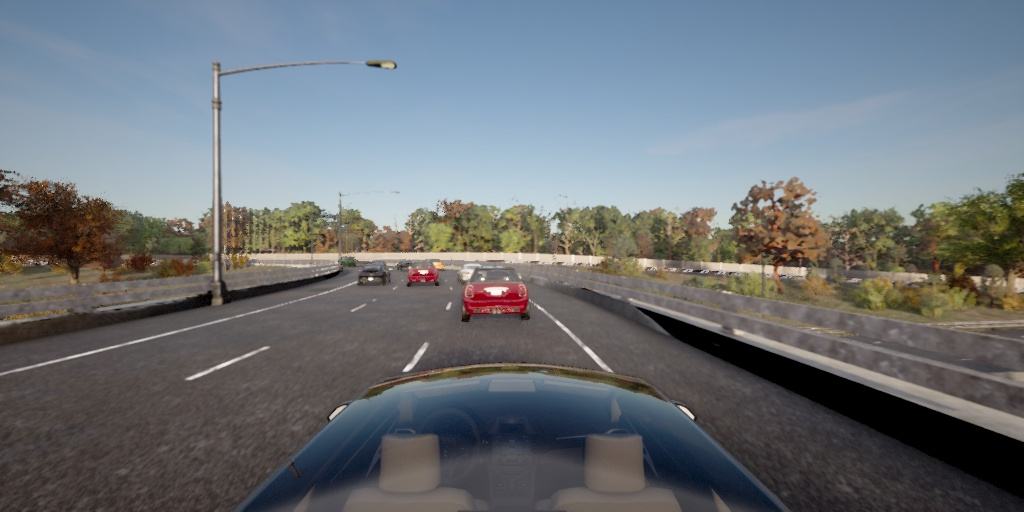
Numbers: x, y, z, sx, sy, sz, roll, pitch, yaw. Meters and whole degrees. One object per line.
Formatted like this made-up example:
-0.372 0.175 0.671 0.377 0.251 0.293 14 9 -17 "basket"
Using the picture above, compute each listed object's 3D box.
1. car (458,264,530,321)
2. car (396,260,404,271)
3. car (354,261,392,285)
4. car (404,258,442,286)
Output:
-0.687 1.106 12.724 2.097 1.767 4.553 0 0 -6 "car"
-14.835 1.340 49.683 1.837 1.490 4.892 0 0 -26 "car"
-10.124 1.313 26.625 1.837 1.490 4.892 0 0 -13 "car"
-6.409 1.139 26.028 2.097 1.767 4.553 0 0 -13 "car"
